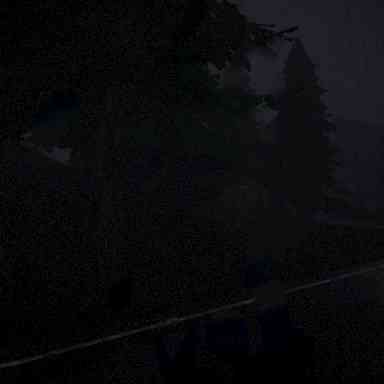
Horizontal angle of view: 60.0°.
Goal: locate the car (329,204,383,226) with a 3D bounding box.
[{"bbox_3d":[12.116,1.510,23.623,1.812,1.442,4.674,0,0,-35],"label":"car"}]
